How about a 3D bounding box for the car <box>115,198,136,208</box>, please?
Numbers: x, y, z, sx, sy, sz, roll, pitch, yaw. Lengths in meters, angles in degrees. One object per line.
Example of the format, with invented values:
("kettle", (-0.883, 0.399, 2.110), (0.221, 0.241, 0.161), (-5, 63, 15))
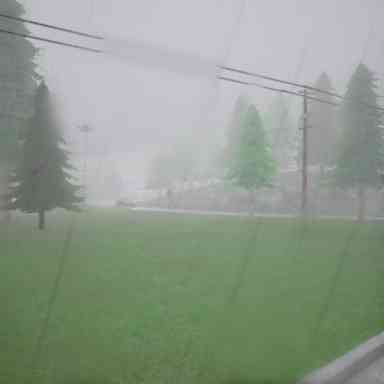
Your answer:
("car", (-10.285, 1.649, 51.105), (1.837, 1.490, 4.892), (1, -1, -32))
